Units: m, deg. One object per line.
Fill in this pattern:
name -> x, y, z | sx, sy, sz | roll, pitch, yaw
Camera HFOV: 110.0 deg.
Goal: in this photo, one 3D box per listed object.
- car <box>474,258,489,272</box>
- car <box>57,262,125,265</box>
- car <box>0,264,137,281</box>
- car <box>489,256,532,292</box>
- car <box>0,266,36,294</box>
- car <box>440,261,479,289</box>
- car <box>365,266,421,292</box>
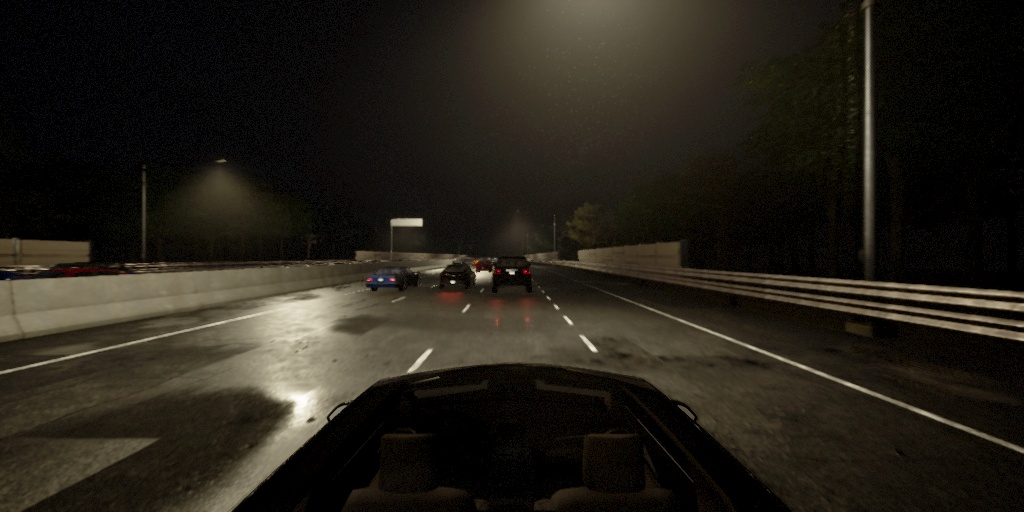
car -> -3.502, 1.280, 45.596 | 1.882, 1.535, 5.008 | 0, 0, 0
car -> -21.085, 1.115, 17.337 | 2.097, 1.767, 4.553 | 0, 0, 0
car -> -17.594, 1.238, 14.216 | 1.882, 1.535, 5.008 | 0, 0, 0
car -> -0.001, 0.993, 21.640 | 2.150, 2.045, 5.566 | 0, 0, 0
car -> -28.086, 1.289, 18.139 | 1.812, 1.442, 4.674 | 0, 0, 0
car -> -3.500, 1.280, 23.607 | 1.837, 1.490, 4.892 | 0, 0, 0
car -> -7.001, 1.317, 21.615 | 2.033, 1.411, 5.357 | 0, 0, 0
